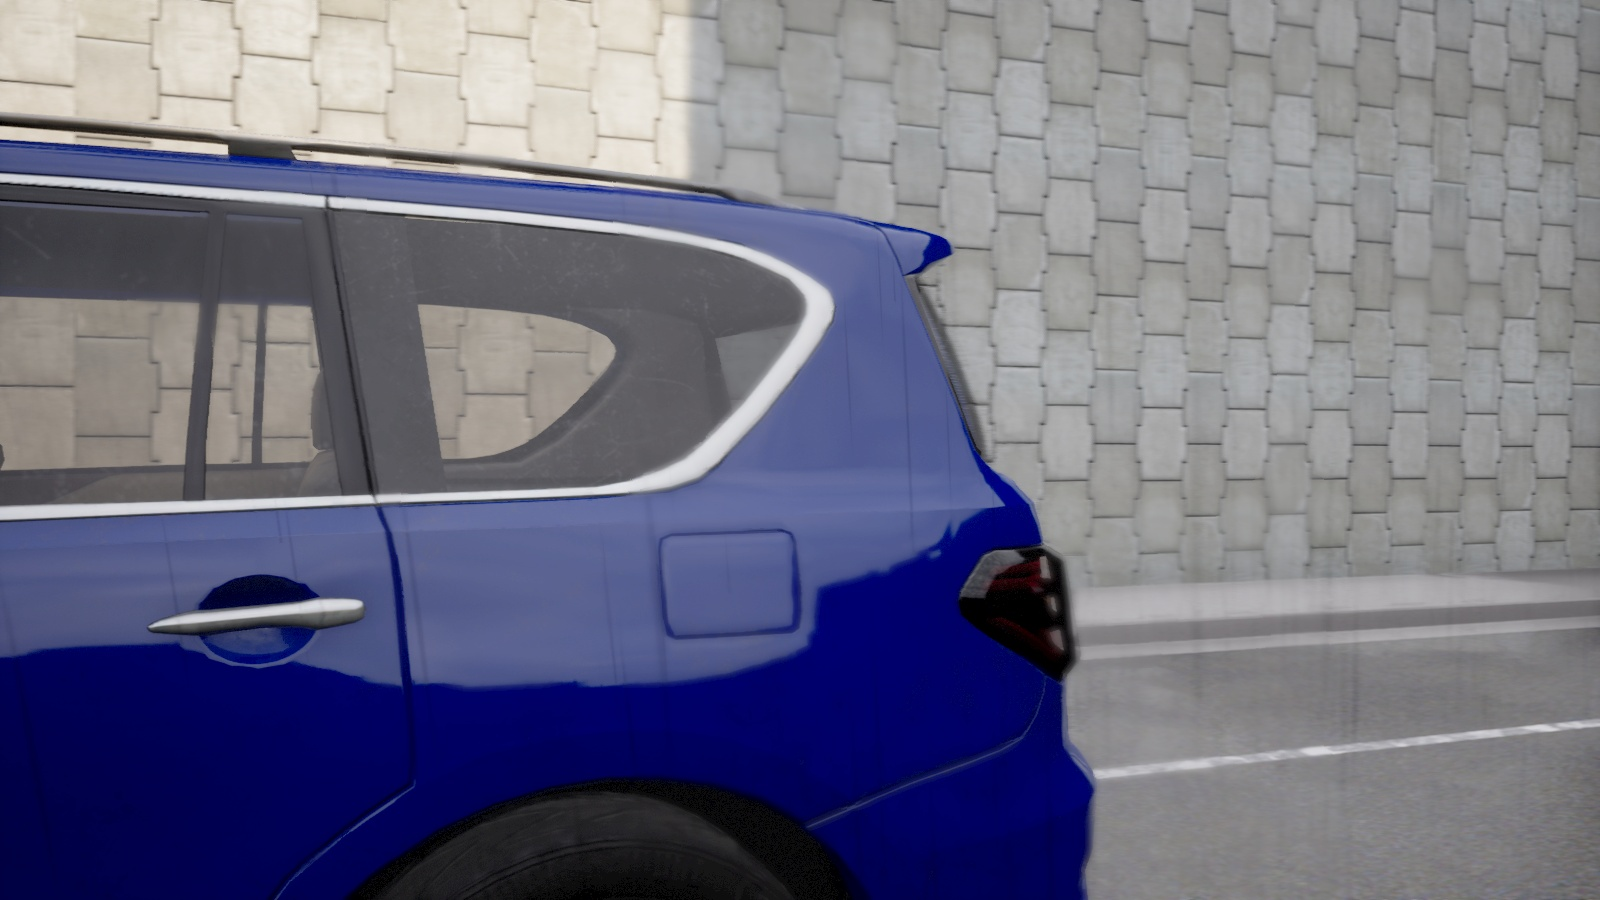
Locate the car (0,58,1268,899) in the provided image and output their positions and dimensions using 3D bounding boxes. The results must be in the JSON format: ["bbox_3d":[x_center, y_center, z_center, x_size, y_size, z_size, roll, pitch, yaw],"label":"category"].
[{"bbox_3d":[-2.080,0.500,2.446,5.566,2.045,2.150,-1,1,-21],"label":"car"}]
